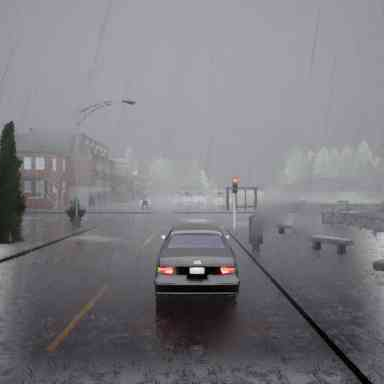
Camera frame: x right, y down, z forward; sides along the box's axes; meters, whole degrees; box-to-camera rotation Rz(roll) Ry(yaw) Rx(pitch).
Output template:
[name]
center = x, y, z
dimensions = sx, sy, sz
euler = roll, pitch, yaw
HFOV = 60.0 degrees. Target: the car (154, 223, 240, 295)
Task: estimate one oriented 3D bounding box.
[car]
center = 0.098, 1.547, 8.855
dimensions = 2.033, 1.411, 5.357
euler = 0, 0, 0
